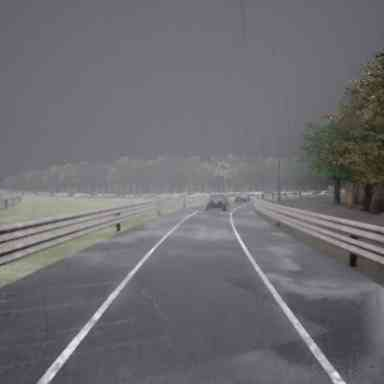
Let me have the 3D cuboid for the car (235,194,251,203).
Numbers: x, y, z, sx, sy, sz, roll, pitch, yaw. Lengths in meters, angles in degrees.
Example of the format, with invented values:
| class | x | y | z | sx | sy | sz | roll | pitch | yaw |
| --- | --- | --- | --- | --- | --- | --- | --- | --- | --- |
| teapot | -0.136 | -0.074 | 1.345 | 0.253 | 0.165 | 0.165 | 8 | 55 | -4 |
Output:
| class | x | y | z | sx | sy | sz | roll | pitch | yaw |
| --- | --- | --- | --- | --- | --- | --- | --- | --- | --- |
| car | 8.252 | 1.007 | 54.014 | 1.812 | 1.442 | 4.674 | 1 | 1 | 22 |

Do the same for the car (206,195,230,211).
| class | x | y | z | sx | sy | sz | roll | pitch | yaw |
| --- | --- | --- | --- | --- | --- | --- | --- | --- | --- |
| car | 2.901 | 1.066 | 36.171 | 2.097 | 1.767 | 4.553 | 1 | 0 | 12 |
